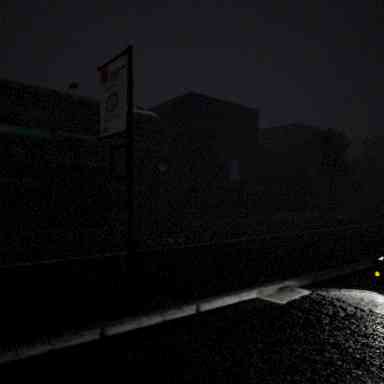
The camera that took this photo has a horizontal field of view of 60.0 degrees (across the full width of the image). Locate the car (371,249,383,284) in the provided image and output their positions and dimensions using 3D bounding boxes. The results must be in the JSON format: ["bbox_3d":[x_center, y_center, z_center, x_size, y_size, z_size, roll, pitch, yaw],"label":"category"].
[{"bbox_3d":[6.237,1.551,8.132,4.181,1.385,1.994,0,0,-35],"label":"car"}]
